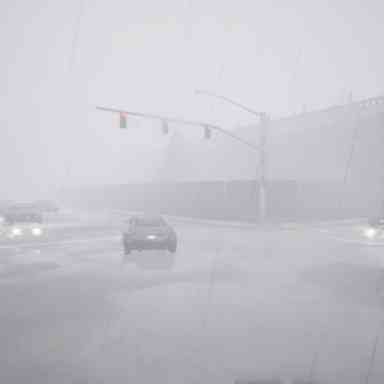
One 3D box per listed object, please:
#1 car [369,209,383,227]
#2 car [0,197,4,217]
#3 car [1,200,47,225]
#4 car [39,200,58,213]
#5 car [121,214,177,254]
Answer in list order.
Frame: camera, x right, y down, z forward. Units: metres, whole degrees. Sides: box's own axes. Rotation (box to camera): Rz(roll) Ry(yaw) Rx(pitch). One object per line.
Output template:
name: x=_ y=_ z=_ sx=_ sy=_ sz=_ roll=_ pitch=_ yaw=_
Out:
car: x=13.715 y=1.676 z=22.361 sx=4.181 sy=1.385 sz=1.994 roll=0 pitch=0 yaw=-35
car: x=-17.244 y=1.488 z=31.070 sx=1.812 sy=1.442 sz=4.674 roll=0 pitch=0 yaw=-35
car: x=-12.084 y=1.533 z=23.785 sx=1.994 sy=1.385 sz=4.181 roll=0 pitch=0 yaw=-35
car: x=-15.668 y=1.522 z=35.236 sx=2.033 sy=1.411 sz=5.357 roll=0 pitch=0 yaw=-35
car: x=-1.869 y=1.584 z=13.793 sx=1.994 sy=1.385 sz=4.181 roll=0 pitch=0 yaw=-12
